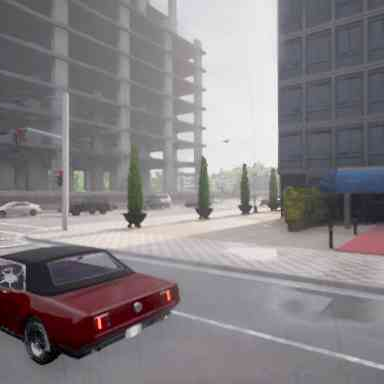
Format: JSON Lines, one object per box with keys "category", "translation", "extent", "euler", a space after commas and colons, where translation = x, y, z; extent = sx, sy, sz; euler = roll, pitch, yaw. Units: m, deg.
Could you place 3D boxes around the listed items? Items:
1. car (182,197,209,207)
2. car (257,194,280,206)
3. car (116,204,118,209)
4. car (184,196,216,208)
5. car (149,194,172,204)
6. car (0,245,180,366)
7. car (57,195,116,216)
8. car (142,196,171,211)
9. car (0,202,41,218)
{"category": "car", "translation": [0.602, 1.632, 56.491], "extent": [2.128, 1.511, 4.902], "euler": [0, 0, 36]}
{"category": "car", "translation": [13.130, 1.597, 55.630], "extent": [1.837, 1.490, 4.892], "euler": [0, 0, 36]}
{"category": "car", "translation": [-11.432, 1.690, 39.909], "extent": [2.033, 1.411, 5.357], "euler": [0, 0, 36]}
{"category": "car", "translation": [0.960, 1.673, 51.053], "extent": [2.033, 1.411, 5.357], "euler": [0, 0, 36]}
{"category": "car", "translation": [-5.307, 1.364, 48.374], "extent": [2.150, 2.045, 5.566], "euler": [0, 0, 36]}
{"category": "car", "translation": [-2.604, 1.625, 5.848], "extent": [4.718, 1.301, 1.895], "euler": [0, 0, 35]}
{"category": "car", "translation": [-11.056, 1.349, 34.458], "extent": [2.150, 2.045, 5.566], "euler": [0, 0, 36]}
{"category": "car", "translation": [-5.266, 1.632, 42.459], "extent": [1.837, 1.490, 4.892], "euler": [0, 0, 36]}
{"category": "car", "translation": [-17.049, 1.670, 32.137], "extent": [1.812, 1.442, 4.674], "euler": [0, 0, 36]}
